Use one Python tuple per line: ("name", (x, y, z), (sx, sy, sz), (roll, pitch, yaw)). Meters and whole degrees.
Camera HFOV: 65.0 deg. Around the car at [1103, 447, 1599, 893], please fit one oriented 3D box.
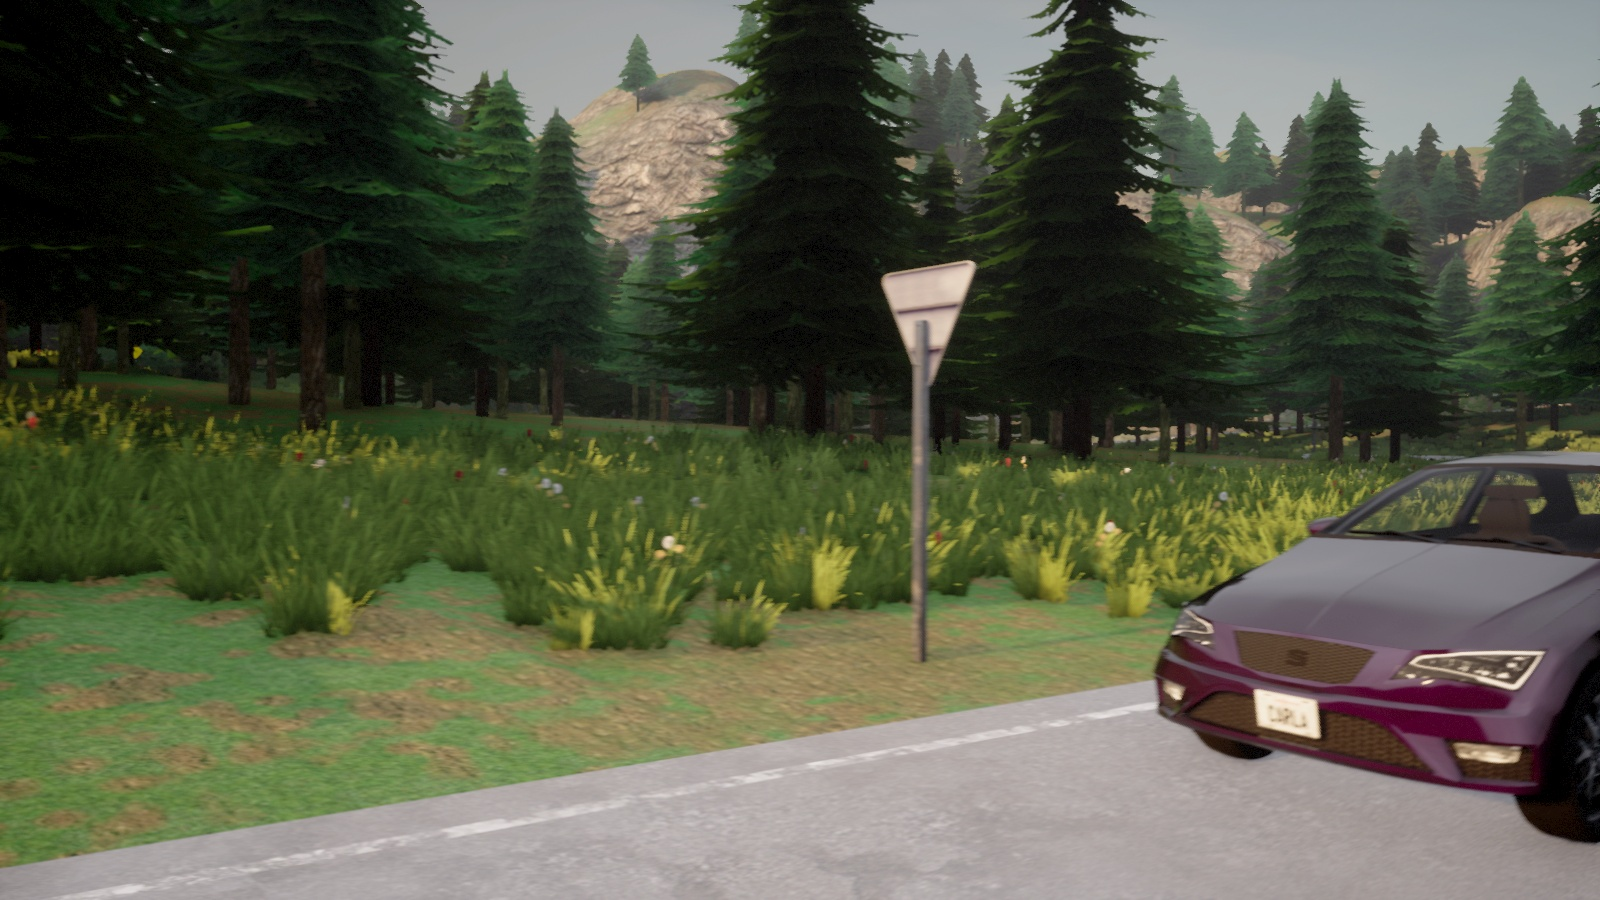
("car", (3.618, 0.736, 6.174), (4.193, 1.474, 1.816), (0, 1, -35))
